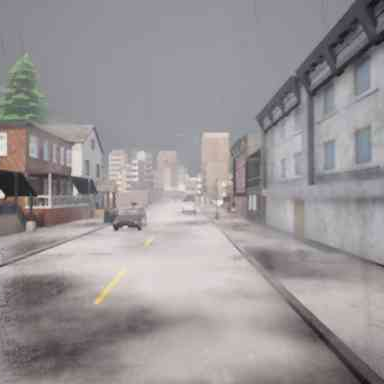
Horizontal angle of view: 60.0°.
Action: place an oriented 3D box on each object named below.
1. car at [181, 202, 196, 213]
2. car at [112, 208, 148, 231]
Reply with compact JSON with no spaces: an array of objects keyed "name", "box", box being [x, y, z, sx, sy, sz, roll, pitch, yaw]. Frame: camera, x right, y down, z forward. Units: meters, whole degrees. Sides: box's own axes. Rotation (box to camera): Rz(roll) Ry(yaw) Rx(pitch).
[{"name":"car","box":[-0.432,2.137,46.360,1.812,1.442,4.674,0,-1,0]},{"name":"car","box":[-4.266,1.881,23.800,2.033,1.411,5.357,0,-1,-1]}]
